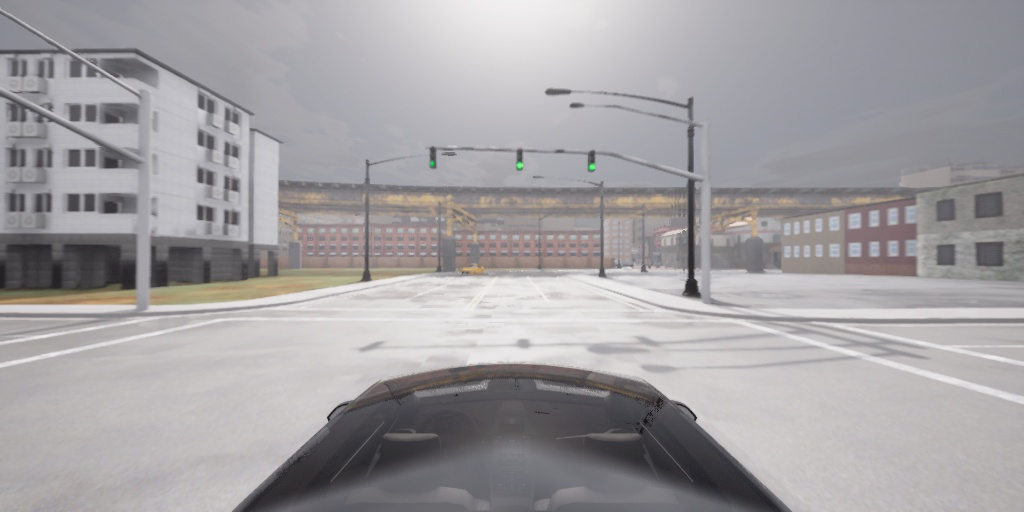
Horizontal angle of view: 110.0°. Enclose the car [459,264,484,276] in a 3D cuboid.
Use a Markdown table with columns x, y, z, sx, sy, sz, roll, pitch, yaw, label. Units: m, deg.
| x | y | z | sx | sy | sz | roll | pitch | yaw | label |
| --- | --- | --- | --- | --- | --- | --- | --- | --- | --- |
| -5.070 | 1.754 | 45.486 | 1.882 | 1.535 | 5.008 | 0 | 0 | 13 | car |
